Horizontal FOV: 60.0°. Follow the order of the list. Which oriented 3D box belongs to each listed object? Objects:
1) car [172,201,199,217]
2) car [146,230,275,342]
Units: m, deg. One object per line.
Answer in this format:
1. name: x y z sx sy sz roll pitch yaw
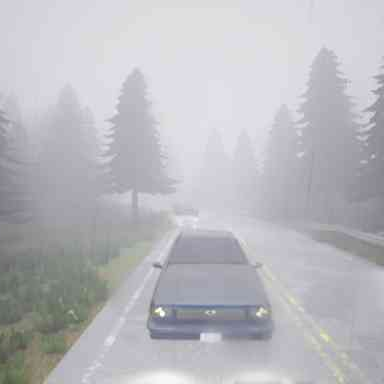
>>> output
1. car: -0.679 1.566 31.427 1.994 1.385 4.181 1 0 -12
2. car: 0.310 1.560 7.108 2.033 1.411 5.357 0 0 1
